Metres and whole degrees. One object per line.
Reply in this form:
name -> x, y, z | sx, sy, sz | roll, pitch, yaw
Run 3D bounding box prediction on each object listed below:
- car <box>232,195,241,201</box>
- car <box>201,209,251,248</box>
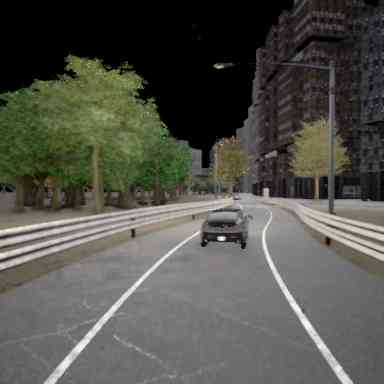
car -> 10.409, 1.498, 79.915 | 2.033, 1.411, 5.357 | 0, 0, -4
car -> 1.569, 1.513, 14.983 | 1.837, 1.490, 4.892 | 0, 0, 11
